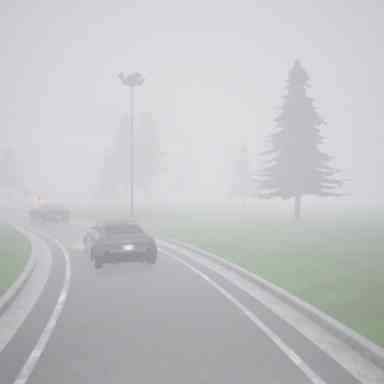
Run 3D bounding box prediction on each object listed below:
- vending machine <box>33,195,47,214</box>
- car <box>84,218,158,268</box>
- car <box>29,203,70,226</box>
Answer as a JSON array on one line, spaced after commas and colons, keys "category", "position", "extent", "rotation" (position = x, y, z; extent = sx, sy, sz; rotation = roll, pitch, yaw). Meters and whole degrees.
[{"category": "vending machine", "position": [-17.005, 1.335, 37.268], "extent": [0.880, 2.100, 1.100], "rotation": [0, 0, 39]}, {"category": "car", "position": [-2.606, 1.608, 11.664], "extent": [1.994, 1.385, 4.181], "rotation": [0, 0, -22]}, {"category": "car", "position": [-10.663, 1.570, 24.760], "extent": [1.882, 1.535, 5.008], "rotation": [0, 0, -38]}]
